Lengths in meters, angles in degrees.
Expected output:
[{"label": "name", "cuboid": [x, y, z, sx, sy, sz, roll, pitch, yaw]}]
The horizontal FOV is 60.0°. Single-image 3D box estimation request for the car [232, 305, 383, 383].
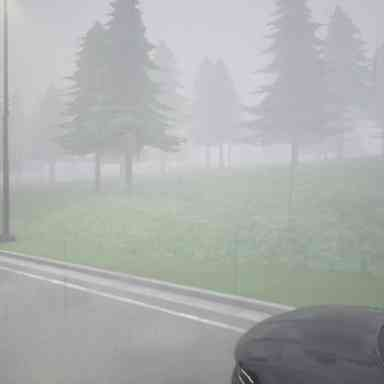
[{"label": "car", "cuboid": [2.636, 1.472, 2.120, 5.008, 1.535, 1.882, -1, 0, 35]}]
